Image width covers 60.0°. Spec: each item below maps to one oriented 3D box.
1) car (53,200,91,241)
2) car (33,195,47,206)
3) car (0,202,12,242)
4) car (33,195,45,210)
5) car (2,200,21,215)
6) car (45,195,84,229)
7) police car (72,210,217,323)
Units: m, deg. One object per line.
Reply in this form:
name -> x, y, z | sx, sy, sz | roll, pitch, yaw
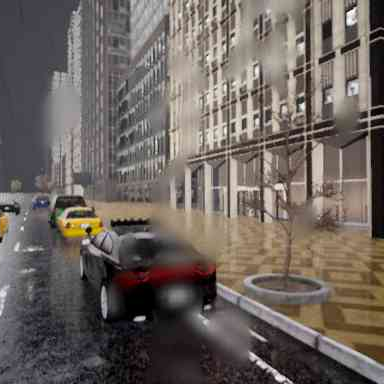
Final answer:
car -> -5.694, 1.422, 16.597 | 1.801, 1.575, 5.366 | 0, 0, -26
car -> -24.722, 1.360, 54.015 | 1.882, 1.535, 5.008 | 0, 0, -26
car -> -9.801, 1.438, 15.651 | 1.882, 1.535, 5.008 | 0, 0, -25
car -> -18.711, 1.262, 41.582 | 2.097, 1.767, 4.553 | 0, 0, -25
car -> -17.930, 1.485, 32.572 | 1.994, 1.385, 4.181 | 0, 0, -26
car -> -8.220, 1.180, 21.864 | 2.150, 2.045, 5.566 | 0, 0, -26
police car -> -1.333, 1.413, 7.506 | 1.930, 1.638, 5.238 | 0, 0, -26
